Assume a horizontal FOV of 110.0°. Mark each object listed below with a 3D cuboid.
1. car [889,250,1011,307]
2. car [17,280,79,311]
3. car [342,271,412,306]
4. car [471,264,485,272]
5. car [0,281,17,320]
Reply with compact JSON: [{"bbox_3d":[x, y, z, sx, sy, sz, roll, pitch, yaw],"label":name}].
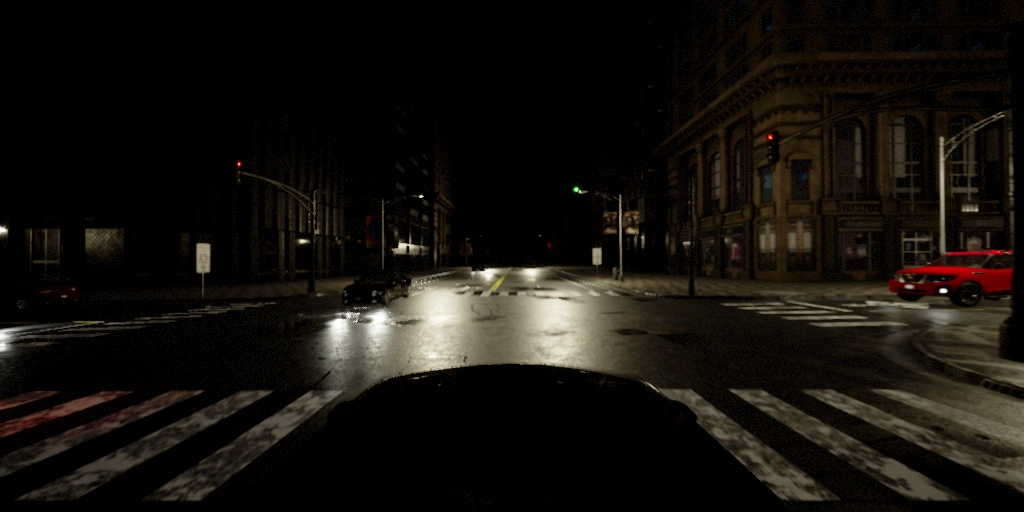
[{"bbox_3d":[18.276,0.808,13.976,5.566,2.045,2.150,-1,-1,1],"label":"car"},{"bbox_3d":[-23.731,1.842,17.267,4.507,1.381,1.888,0,0,1],"label":"car"},{"bbox_3d":[-6.259,1.493,17.149,1.882,1.535,5.008,0,0,1],"label":"car"},{"bbox_3d":[-5.662,2.041,60.400,1.812,1.442,4.674,0,0,1],"label":"car"},{"bbox_3d":[-19.465,1.679,11.358,4.892,1.490,1.837,-1,-1,0],"label":"car"}]
